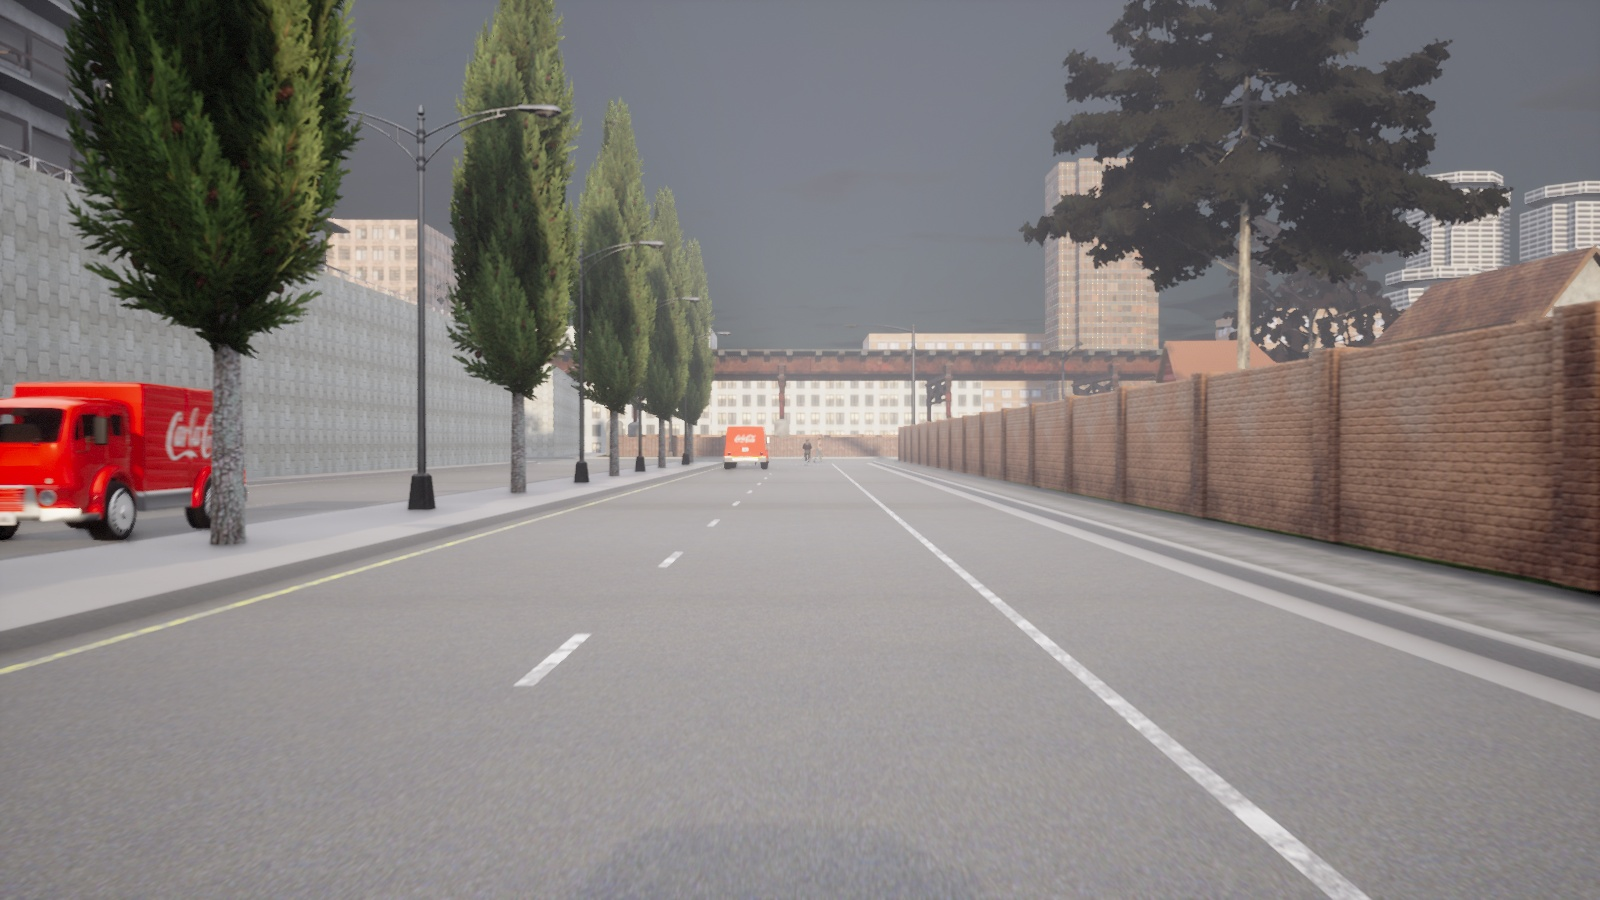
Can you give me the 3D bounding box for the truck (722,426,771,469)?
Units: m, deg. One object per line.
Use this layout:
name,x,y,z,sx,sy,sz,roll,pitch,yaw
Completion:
truck,-3.067,-0.156,73.345,2.627,2.467,5.204,0,0,0

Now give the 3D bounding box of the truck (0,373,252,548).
truck,-11.367,0.131,20.399,2.627,2.467,5.204,0,0,0
